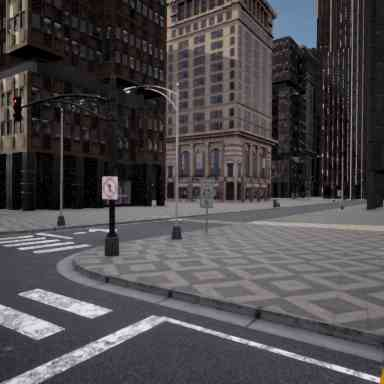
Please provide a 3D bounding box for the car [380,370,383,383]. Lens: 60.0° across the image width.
[{"bbox_3d":[3.507,1.478,1.192,5.008,1.535,1.882,0,0,35],"label":"car"}]
